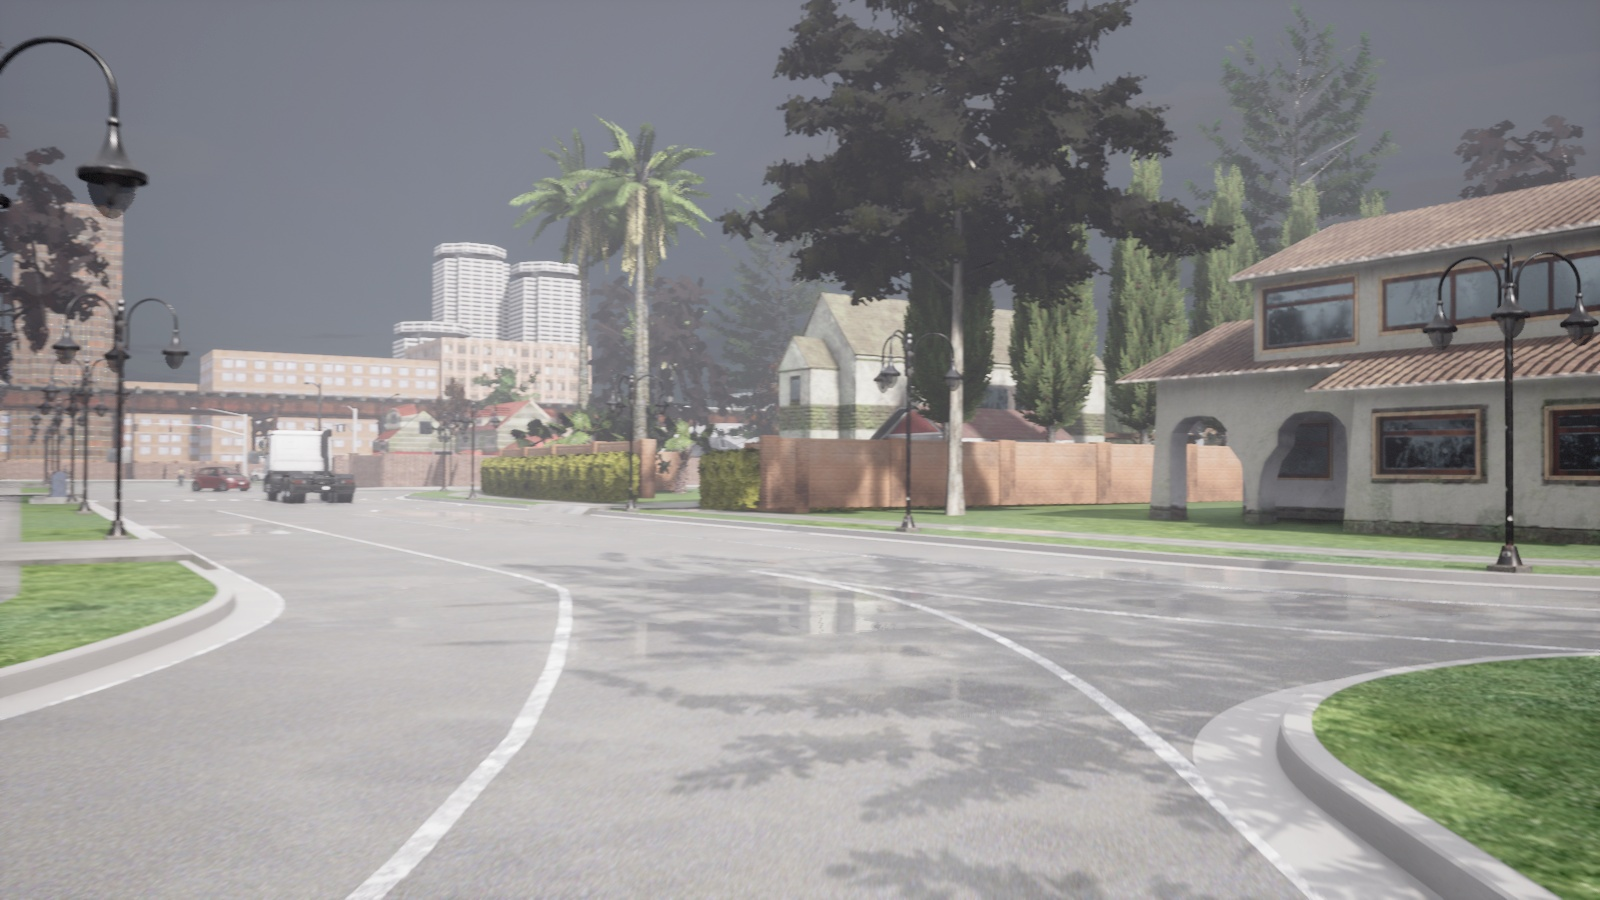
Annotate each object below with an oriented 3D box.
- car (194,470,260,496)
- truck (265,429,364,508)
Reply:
[{"bbox_3d":[-37.094,2.156,81.289,3.988,1.617,1.851,-1,-1,29],"label":"car"},{"bbox_3d":[-22.788,0.873,58.718,2.891,3.462,7.936,0,-1,-32],"label":"truck"}]
